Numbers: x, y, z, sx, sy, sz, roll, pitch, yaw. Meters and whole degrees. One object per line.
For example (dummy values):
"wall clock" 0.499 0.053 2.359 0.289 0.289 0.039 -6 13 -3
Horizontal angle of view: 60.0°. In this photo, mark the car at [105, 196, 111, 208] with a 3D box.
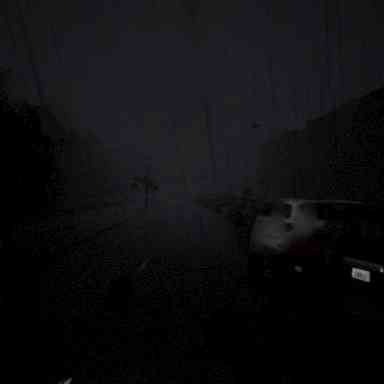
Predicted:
"car" -13.921 1.588 44.841 5.008 1.535 2.097 -1 0 -22

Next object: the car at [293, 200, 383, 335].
"car" 4.778 1.240 5.379 5.566 2.045 2.435 1 0 -20

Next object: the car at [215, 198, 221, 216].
"car" 4.889 1.524 26.495 5.366 1.575 1.946 1 0 -21

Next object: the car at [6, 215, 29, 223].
"car" -13.490 1.292 21.110 5.566 2.045 2.435 -1 0 -20

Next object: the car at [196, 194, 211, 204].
"car" 4.076 1.304 50.560 5.566 2.045 2.435 1 0 -23

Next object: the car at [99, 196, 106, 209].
"car" -13.787 1.611 41.899 4.792 1.488 2.163 -1 0 -22

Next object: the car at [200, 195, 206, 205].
"car" 4.241 1.552 47.555 5.008 1.535 2.097 1 0 -23

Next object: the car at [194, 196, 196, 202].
"car" 3.360 1.612 62.639 4.674 1.452 2.002 1 0 -24

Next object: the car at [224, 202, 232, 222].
"car" 4.768 1.545 20.412 4.792 1.488 2.163 1 0 -20

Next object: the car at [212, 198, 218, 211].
"car" 4.703 1.529 29.438 5.008 1.535 2.097 1 0 -21

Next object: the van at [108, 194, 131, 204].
"van" -15.639 1.414 71.481 4.442 1.987 1.878 -1 0 -25

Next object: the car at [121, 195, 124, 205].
"car" -14.553 1.652 56.670 4.674 1.452 2.002 -1 0 -23

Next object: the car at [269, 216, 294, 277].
"car" 4.753 1.496 8.368 5.008 1.535 2.097 1 0 -20

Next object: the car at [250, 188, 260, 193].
"car" 16.858 0.330 89.857 2.002 1.452 4.674 -7 4 -31

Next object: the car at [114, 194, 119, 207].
"car" -14.378 1.599 50.683 5.366 1.575 1.946 -1 0 -23

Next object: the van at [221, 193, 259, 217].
"van" 4.627 1.293 23.368 4.442 1.987 1.878 1 0 -20

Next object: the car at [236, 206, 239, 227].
"car" 4.750 1.506 14.379 5.008 1.535 2.097 1 0 -20

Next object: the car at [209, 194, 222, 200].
"car" 4.582 1.411 35.476 4.553 1.767 2.185 1 0 -21

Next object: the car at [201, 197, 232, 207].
"car" 3.937 1.600 53.596 4.674 1.452 2.002 1 0 -23

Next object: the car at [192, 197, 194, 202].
"car" 3.145 1.578 65.650 4.892 1.521 2.231 1 0 -25

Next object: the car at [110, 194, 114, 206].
"car" -14.092 1.469 47.793 4.553 1.767 2.185 -1 0 -22

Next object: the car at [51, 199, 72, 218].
"car" -13.504 1.434 30.041 4.553 1.767 2.185 -1 0 -21

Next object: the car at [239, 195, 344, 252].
"car" 4.776 1.250 11.388 5.566 2.045 2.435 1 0 -20

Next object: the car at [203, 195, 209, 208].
"car" 4.451 1.544 41.521 5.008 1.535 2.097 1 0 -22

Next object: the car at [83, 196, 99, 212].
"car" -13.749 1.607 38.905 4.792 1.488 2.163 -1 0 -22

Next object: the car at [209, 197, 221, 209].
"car" 4.644 1.534 32.456 4.892 1.521 2.231 1 0 -21

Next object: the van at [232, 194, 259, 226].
"van" 4.640 1.283 17.343 4.442 1.987 1.878 1 0 -20

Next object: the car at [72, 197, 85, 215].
"car" -13.570 1.565 32.996 5.008 1.535 2.097 -1 0 -21

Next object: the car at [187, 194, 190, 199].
"car" 2.180 1.584 74.596 5.366 1.575 1.946 1 0 -26

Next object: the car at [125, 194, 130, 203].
"car" -14.813 1.618 62.658 5.366 1.575 1.946 -1 0 -24

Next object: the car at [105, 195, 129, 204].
"car" -15.439 1.510 68.493 4.553 1.767 2.185 -1 0 -25

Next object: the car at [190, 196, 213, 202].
"car" 2.232 1.629 77.656 4.792 1.488 2.163 1 0 -26

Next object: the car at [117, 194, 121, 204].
"car" -14.346 1.480 53.725 4.553 1.767 2.185 -1 0 -23

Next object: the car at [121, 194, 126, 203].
"car" -14.757 1.658 59.624 4.674 1.452 2.002 -1 0 -24

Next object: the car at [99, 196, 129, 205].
"car" -15.384 1.630 65.452 5.366 1.575 1.946 -1 0 -24
